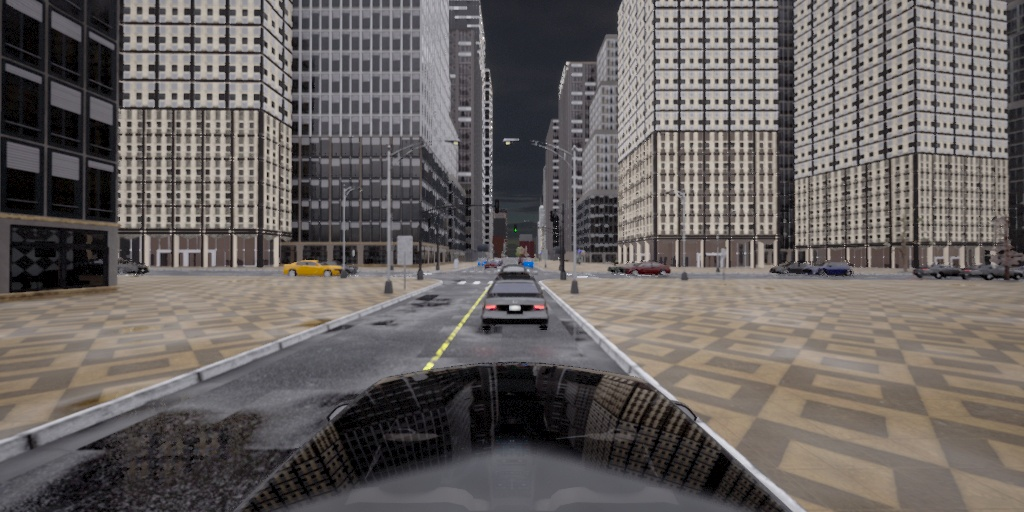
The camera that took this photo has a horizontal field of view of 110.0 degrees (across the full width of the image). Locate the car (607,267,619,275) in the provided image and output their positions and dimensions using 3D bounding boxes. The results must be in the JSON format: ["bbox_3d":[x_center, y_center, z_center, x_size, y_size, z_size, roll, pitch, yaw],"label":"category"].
[{"bbox_3d":[13.884,1.547,42.886,4.718,1.301,1.895,0,0,-1],"label":"car"}]

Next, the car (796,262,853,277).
[{"bbox_3d":[35.177,1.415,40.119,4.553,1.767,2.097,0,0,-2],"label":"car"}]

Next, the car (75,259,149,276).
[{"bbox_3d":[-35.296,1.008,31.881,4.892,1.490,1.837,1,0,-1],"label":"car"}]

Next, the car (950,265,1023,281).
[{"bbox_3d":[45.225,1.576,33.842,4.902,1.511,2.128,0,0,-3],"label":"car"}]

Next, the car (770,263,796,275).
[{"bbox_3d":[33.889,1.579,43.333,4.892,1.490,1.837,0,0,-1],"label":"car"}]

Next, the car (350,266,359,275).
[{"bbox_3d":[-17.620,1.195,35.506,4.674,1.442,1.812,1,0,-1],"label":"car"}]

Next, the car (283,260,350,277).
[{"bbox_3d":[-17.763,1.126,32.251,5.008,1.535,1.882,1,0,-1],"label":"car"}]

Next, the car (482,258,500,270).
[{"bbox_3d":[-3.255,1.429,55.277,1.895,1.301,4.718,0,0,-2],"label":"car"}]

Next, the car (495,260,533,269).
[{"bbox_3d":[0.096,1.260,22.691,1.882,1.535,5.008,0,0,0],"label":"car"}]

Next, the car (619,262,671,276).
[{"bbox_3d":[14.878,1.411,39.656,5.008,1.535,1.882,0,0,-1],"label":"car"}]

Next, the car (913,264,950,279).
[{"bbox_3d":[44.475,1.591,37.061,4.902,1.511,2.128,0,0,-2],"label":"car"}]

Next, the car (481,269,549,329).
[{"bbox_3d":[0.094,1.312,11.230,2.033,1.411,5.357,0,0,0],"label":"car"}]

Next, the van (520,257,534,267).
[{"bbox_3d":[2.649,1.174,58.699,1.690,1.789,3.998,0,0,0],"label":"van"}]
